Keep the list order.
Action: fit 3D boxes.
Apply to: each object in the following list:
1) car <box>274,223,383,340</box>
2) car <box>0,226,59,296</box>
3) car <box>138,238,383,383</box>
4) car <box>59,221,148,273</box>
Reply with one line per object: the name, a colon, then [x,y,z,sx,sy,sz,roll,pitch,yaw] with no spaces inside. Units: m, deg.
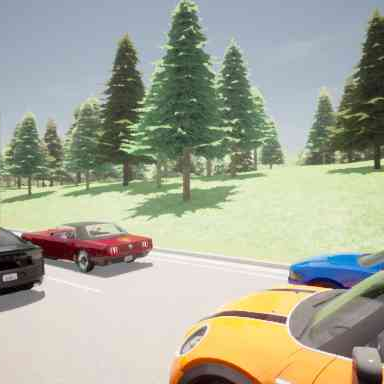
car: [4.084,1.478,5.372,5.008,1.535,1.882,0,0,36]
car: [-5.480,1.478,7.805,5.008,1.535,1.882,0,0,36]
car: [1.989,1.352,2.569,4.553,1.767,2.097,0,0,36]
car: [-3.592,1.601,10.760,4.718,1.301,1.895,0,0,36]
